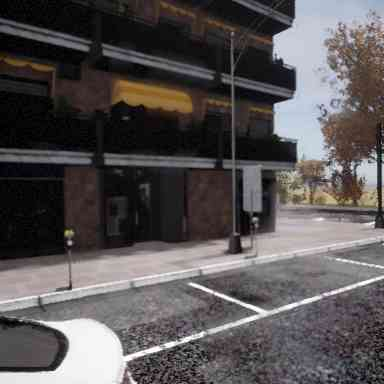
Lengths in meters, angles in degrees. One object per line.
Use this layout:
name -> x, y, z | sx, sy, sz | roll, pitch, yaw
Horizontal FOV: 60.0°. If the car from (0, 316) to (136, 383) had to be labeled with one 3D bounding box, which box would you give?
car -> -2.503, 1.531, 1.587 | 4.674, 1.442, 1.812 | 0, 0, -35
